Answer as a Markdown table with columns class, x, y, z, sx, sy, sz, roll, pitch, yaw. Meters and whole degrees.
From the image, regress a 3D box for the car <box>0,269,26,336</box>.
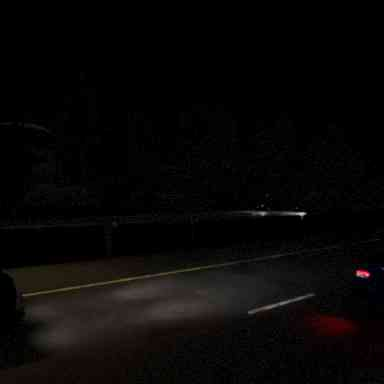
| class | x | y | z | sx | sy | sz | roll | pitch | yaw |
| --- | --- | --- | --- | --- | --- | --- | --- | --- | --- |
| car | -4.750 | 1.579 | 4.150 | 4.718 | 1.301 | 1.895 | 1 | 0 | -35 |

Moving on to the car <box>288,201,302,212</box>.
| class | x | y | z | sx | sy | sz | roll | pitch | yaw |
| --- | --- | --- | --- | --- | --- | --- | --- | --- | --- |
| car | 13.884 | 1.574 | 39.102 | 4.892 | 1.490 | 1.837 | 1 | 0 | -35 |

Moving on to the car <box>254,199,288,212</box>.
| class | x | y | z | sx | sy | sz | roll | pitch | yaw |
| --- | --- | --- | --- | --- | --- | --- | --- | --- | --- |
| car | 9.681 | 1.574 | 40.411 | 4.892 | 1.490 | 1.837 | 1 | 0 | -35 |

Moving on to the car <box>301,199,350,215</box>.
| class | x | y | z | sx | sy | sz | roll | pitch | yaw |
| --- | --- | --- | --- | --- | --- | --- | --- | --- | --- |
| car | 12.046 | 1.610 | 29.218 | 4.674 | 1.442 | 1.812 | 0 | 0 | -35 |

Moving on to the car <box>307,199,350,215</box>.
| class | x | y | z | sx | sy | sz | roll | pitch | yaw |
| --- | --- | --- | --- | --- | --- | --- | --- | --- | --- |
| car | 14.551 | 1.578 | 35.287 | 4.892 | 1.490 | 1.837 | 0 | 0 | -35 |

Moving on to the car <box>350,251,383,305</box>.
| class | x | y | z | sx | sy | sz | roll | pitch | yaw |
| --- | --- | --- | --- | --- | --- | --- | --- | --- | --- |
| car | 5.589 | 1.605 | 7.201 | 5.357 | 1.411 | 2.033 | 0 | 0 | -35 |
